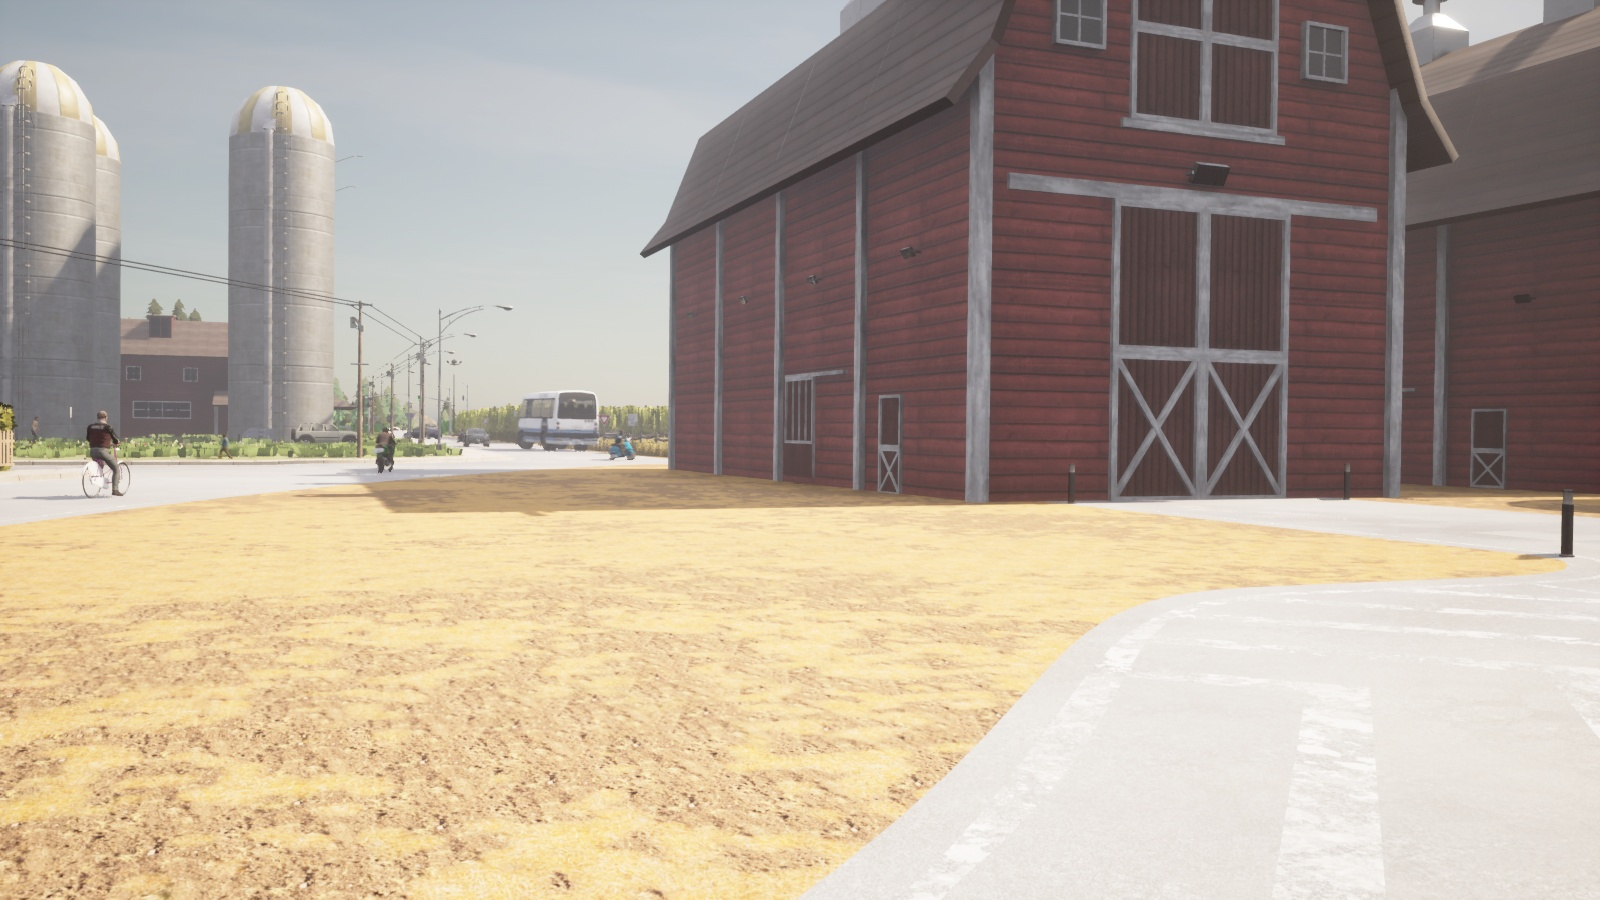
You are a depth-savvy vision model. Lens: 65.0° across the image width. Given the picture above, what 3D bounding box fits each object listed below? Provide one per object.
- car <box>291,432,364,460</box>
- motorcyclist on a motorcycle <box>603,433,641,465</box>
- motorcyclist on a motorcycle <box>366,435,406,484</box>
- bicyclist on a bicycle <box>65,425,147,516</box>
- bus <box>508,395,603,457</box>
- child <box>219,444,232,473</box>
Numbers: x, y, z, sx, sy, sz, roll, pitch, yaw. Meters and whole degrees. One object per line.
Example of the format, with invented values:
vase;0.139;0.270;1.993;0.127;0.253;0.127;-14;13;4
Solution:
car;-32.601;-0.303;86.657;4.605;1.855;1.932;-1;1;-22
motorcyclist on a motorcycle;-8.970;-0.053;63.215;1.817;1.590;0.866;0;0;39
motorcyclist on a motorcycle;-13.631;0.300;41.377;0.797;1.523;2.044;-3;1;-7
bicyclist on a bicycle;-14.063;0.395;25.512;0.659;1.776;1.843;-1;1;-1
bus;-17.882;-1.725;91.093;3.944;4.253;10.273;0;1;-28
child;-24.281;0.356;53.063;0.448;1.192;0.343;-1;1;-28
